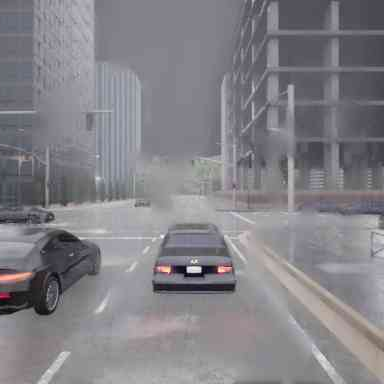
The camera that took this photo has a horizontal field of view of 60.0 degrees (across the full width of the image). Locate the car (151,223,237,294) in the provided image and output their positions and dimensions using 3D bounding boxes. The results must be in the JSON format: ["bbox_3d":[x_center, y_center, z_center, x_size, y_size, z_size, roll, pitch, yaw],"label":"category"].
[{"bbox_3d":[0.051,1.547,8.937,2.033,1.411,5.357,0,0,0],"label":"car"}]

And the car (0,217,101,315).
[{"bbox_3d":[-3.456,1.526,7.419,1.812,1.442,4.674,0,0,0],"label":"car"}]

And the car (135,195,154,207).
[{"bbox_3d":[-7.206,1.564,49.195,1.994,1.385,4.181,0,0,0],"label":"car"}]

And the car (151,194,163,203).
[{"bbox_3d":[-7.161,1.352,68.336,2.097,1.767,4.553,0,0,0],"label":"car"}]

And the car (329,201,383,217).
[{"bbox_3d":[15.837,1.492,30.250,5.357,1.411,2.033,0,0,0],"label":"car"}]

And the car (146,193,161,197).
[{"bbox_3d":[-7.207,1.221,58.513,2.150,2.045,5.566,0,0,0],"label":"car"}]

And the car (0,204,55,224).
[{"bbox_3d":[-11.654,1.539,22.694,4.181,1.385,1.994,0,0,-1],"label":"car"}]

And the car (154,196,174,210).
[{"bbox_3d":[-3.314,1.548,42.440,2.033,1.411,5.357,0,0,-2],"label":"car"}]

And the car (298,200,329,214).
[{"bbox_3d":[12.969,1.508,33.733,4.181,1.385,1.994,0,0,0],"label":"car"}]
